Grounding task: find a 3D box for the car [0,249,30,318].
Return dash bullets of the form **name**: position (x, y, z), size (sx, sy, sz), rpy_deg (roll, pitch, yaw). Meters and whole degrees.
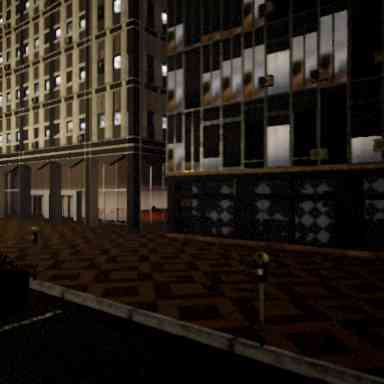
- **car**: position (-4.784, 1.549, 6.291), size (4.313, 1.339, 1.947), rpy_deg (0, 0, 36)
